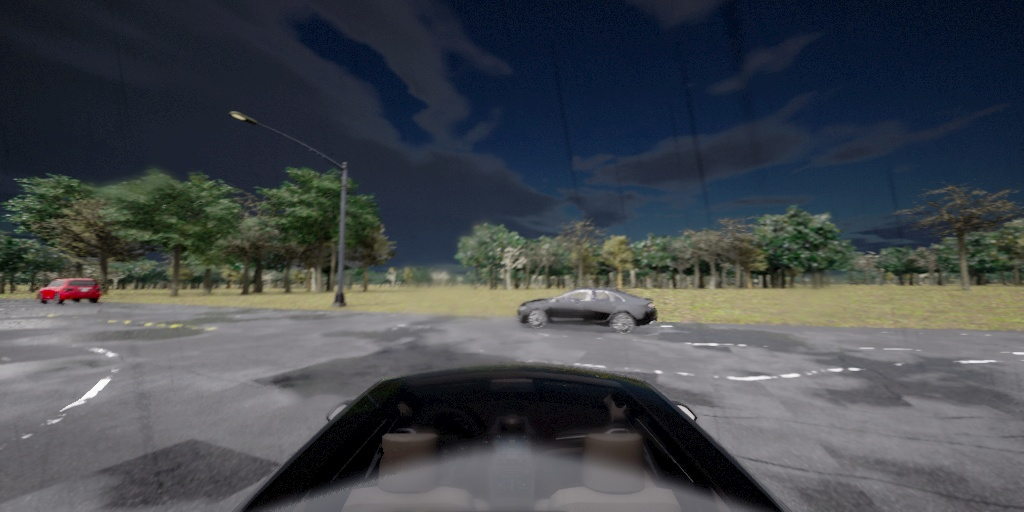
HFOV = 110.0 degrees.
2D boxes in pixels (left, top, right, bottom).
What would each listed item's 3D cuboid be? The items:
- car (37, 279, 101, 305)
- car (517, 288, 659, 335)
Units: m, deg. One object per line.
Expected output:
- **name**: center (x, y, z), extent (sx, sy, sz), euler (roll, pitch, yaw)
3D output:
- **car**: center (-36.335, 2.917, 29.468), extent (5.566, 2.045, 2.150), euler (-2, -5, 23)
- **car**: center (2.611, 1.878, 12.839), extent (4.902, 1.511, 2.128), euler (-1, -4, 22)
